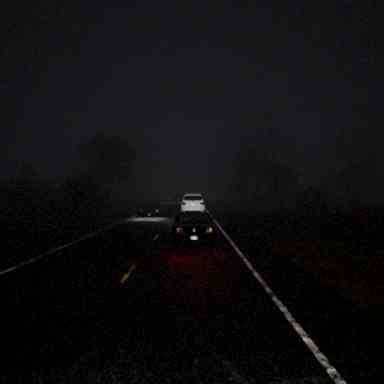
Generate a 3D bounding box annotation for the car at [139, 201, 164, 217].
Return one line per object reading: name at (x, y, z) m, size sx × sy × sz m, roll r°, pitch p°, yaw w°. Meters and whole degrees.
car at (-3.605, 1.499, 30.661) m, size 2.033 × 1.411 × 5.357 m, roll 0°, pitch 0°, yaw 0°

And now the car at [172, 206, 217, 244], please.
car at (0.095, 1.582, 15.794) m, size 1.895 × 1.301 × 4.718 m, roll 0°, pitch 0°, yaw 0°

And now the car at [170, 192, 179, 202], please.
car at (-3.509, 0.983, 71.196) m, size 2.150 × 2.045 × 5.566 m, roll 0°, pitch 0°, yaw 0°

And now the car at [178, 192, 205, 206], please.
car at (0.095, 1.170, 31.775) m, size 2.150 × 2.045 × 5.566 m, roll 0°, pitch 0°, yaw 0°
